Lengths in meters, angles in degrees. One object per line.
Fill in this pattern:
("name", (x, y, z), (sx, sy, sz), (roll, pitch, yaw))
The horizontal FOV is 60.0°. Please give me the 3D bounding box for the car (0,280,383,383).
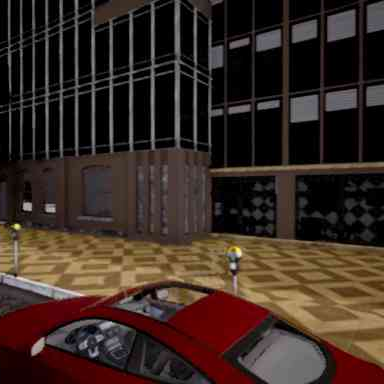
("car", (-0.432, 1.556, 3.151), (4.206, 1.307, 1.802), (0, 1, 33))
